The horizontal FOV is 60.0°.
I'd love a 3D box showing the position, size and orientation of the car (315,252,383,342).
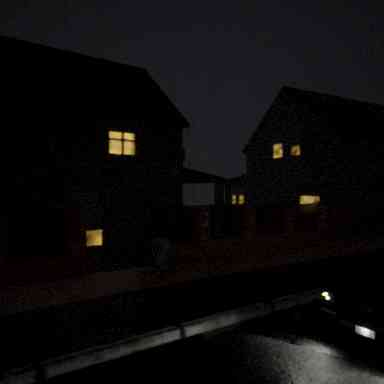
[{"bbox_3d":[4.618,1.530,6.010,5.357,1.411,2.033,0,0,-33],"label":"car"}]
